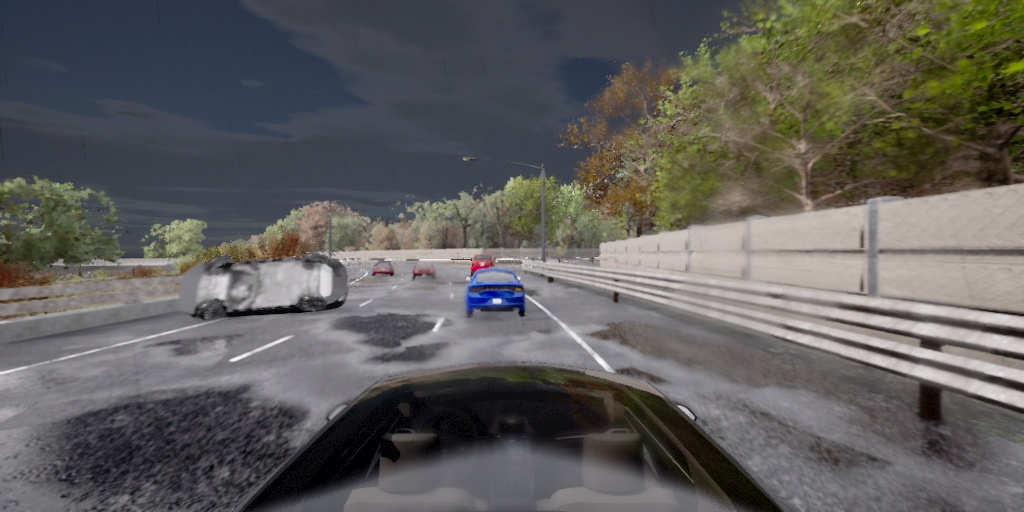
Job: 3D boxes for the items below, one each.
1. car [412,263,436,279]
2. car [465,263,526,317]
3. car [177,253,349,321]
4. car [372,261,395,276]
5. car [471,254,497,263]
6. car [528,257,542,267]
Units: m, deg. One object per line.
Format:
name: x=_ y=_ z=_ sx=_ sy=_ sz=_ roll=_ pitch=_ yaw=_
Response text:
car: x=-7.605 y=1.254 z=30.892 sx=1.895 sy=1.301 sz=4.718 roll=0 pitch=0 yaw=-15
car: x=-0.663 y=1.175 z=13.043 sx=1.882 sy=1.535 sz=5.008 roll=0 pitch=0 yaw=-5
car: x=-8.252 y=1.132 z=12.382 sx=4.902 sy=2.128 sz=1.511 roll=-3 pitch=-26 yaw=-15
car: x=-12.796 y=1.225 z=35.758 sx=1.994 sy=1.385 sz=4.181 roll=0 pitch=0 yaw=-18
car: x=-2.686 y=0.828 z=34.097 sx=2.150 sy=2.045 sz=5.566 roll=-1 pitch=0 yaw=-2
car: x=3.645 y=0.931 z=56.766 sx=1.882 sy=1.535 sz=5.008 roll=-1 pitch=0 yaw=33
